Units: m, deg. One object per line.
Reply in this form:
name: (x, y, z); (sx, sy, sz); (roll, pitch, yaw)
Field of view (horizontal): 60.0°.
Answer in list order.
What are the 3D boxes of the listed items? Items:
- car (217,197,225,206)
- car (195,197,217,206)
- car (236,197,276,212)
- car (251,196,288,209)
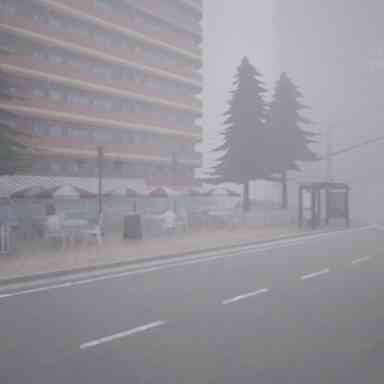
car: (4.085, 1.653, 62.471); (2.097, 1.767, 4.553); (0, 0, -41)
car: (1.401, 1.519, 60.224); (2.150, 2.045, 5.566); (0, 0, -41)
car: (7.722, 1.714, 42.150); (1.837, 1.490, 4.892); (0, 0, -41)
car: (10.472, 1.704, 44.319); (2.128, 1.511, 4.902); (0, 0, -41)
